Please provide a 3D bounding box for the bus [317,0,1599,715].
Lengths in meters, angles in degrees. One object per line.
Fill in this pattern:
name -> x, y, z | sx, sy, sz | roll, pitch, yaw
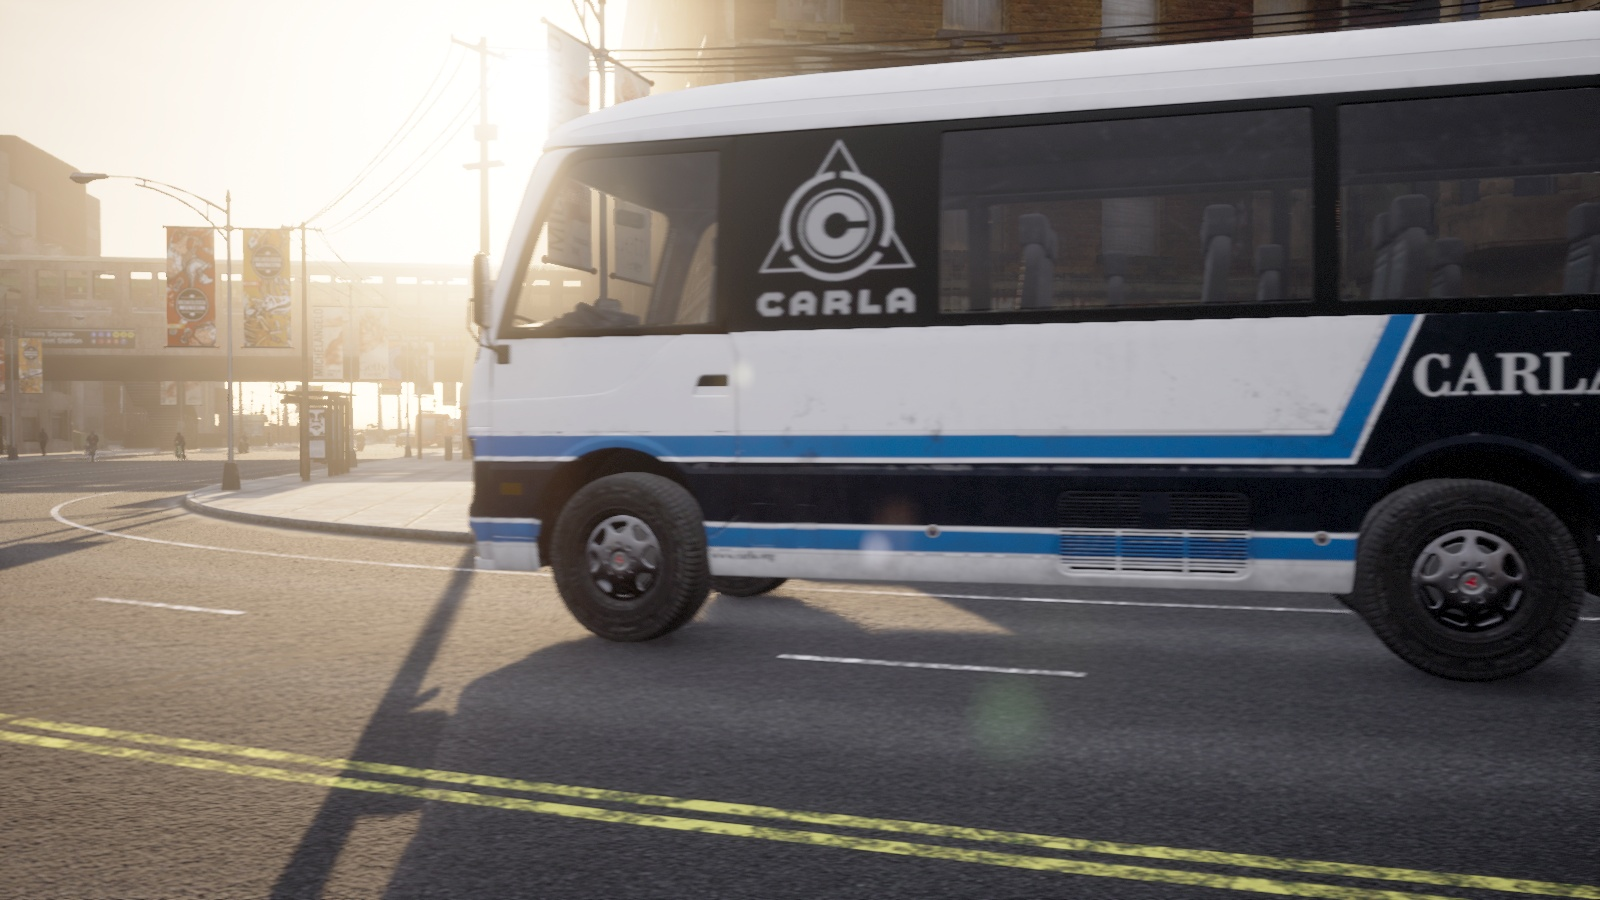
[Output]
bus -> 1.875, -0.694, 9.861 | 10.273, 4.253, 3.944 | 0, 1, 16

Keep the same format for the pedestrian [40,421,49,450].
pedestrian -> -47.432, -0.916, 78.853 | 0.331, 1.846, 0.634 | 0, 1, -18
